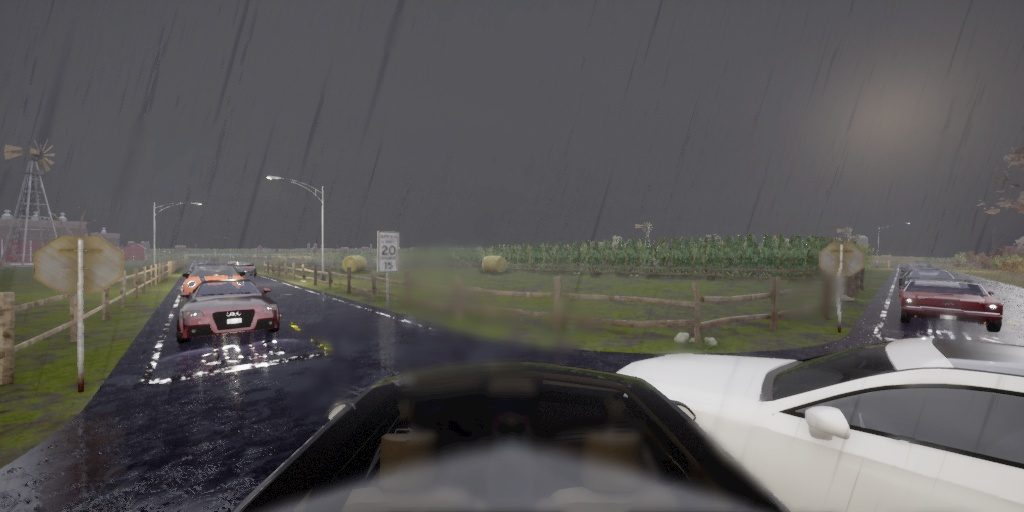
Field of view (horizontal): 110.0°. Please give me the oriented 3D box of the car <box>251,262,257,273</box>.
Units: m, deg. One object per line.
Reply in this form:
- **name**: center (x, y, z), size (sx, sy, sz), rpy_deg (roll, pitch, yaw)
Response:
- **car**: center (-26.791, 1.265, 35.753), size (2.128, 1.511, 4.902), rpy_deg (0, 0, -41)

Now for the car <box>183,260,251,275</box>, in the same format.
- **car**: center (-13.629, 1.132, 16.453), size (2.097, 1.767, 4.553), rpy_deg (0, 0, -41)

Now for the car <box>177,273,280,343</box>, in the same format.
- **car**: center (-7.888, 1.351, 9.938), size (1.994, 1.385, 4.181), rpy_deg (0, 0, -42)

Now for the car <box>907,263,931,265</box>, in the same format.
- **car**: center (27.479, 1.383, 24.041), size (4.181, 1.385, 1.994), rpy_deg (0, 1, -43)

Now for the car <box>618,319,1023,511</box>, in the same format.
- **car**: center (2.850, 1.293, 2.293), size (1.812, 1.442, 4.674), rpy_deg (0, 1, -44)

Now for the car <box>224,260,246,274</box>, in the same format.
- **car**: center (-33.471, 1.282, 43.247), size (1.837, 1.490, 4.892), rpy_deg (0, 0, -41)

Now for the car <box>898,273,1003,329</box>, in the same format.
- **car**: center (13.578, 1.390, 11.297), size (4.718, 1.301, 1.895), rpy_deg (0, 1, -43)

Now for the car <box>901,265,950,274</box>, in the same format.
- **car**: center (20.690, 1.350, 17.823), size (5.357, 1.411, 2.033), rpy_deg (0, 1, -42)
